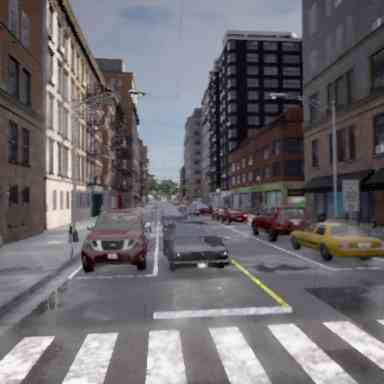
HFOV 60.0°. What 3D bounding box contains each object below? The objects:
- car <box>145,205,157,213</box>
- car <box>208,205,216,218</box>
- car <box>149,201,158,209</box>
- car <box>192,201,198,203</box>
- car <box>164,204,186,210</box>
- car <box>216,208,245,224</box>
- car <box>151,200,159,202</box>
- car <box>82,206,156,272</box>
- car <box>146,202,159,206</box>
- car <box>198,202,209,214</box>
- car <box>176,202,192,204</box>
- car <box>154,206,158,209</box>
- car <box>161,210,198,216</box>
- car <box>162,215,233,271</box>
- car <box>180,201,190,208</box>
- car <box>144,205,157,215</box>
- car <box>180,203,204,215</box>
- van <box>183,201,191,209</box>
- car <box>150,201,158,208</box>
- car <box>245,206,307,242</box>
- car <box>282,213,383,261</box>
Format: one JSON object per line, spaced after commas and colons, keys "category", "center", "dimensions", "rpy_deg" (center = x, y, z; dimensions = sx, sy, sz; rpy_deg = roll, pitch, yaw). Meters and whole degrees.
{"category": "car", "center": [-6.993, 2.895, 57.407], "dimensions": [1.947, 1.339, 4.313], "rpy_deg": [0, -1, -6]}
{"category": "car", "center": [3.211, 2.322, 35.583], "dimensions": [1.802, 1.307, 4.206], "rpy_deg": [0, -1, -6]}
{"category": "car", "center": [-9.208, 3.155, 80.012], "dimensions": [2.192, 1.841, 5.009], "rpy_deg": [0, -1, -6]}
{"category": "car", "center": [1.553, 2.566, 52.538], "dimensions": [1.967, 1.590, 4.097], "rpy_deg": [0, -1, -6]}
{"category": "car", "center": [-1.928, 2.198, 31.908], "dimensions": [1.882, 1.535, 5.008], "rpy_deg": [-1, -1, -6]}
{"category": "car", "center": [3.763, 2.156, 29.934], "dimensions": [1.887, 1.381, 4.507], "rpy_deg": [0, -1, -6]}
{"category": "car", "center": [-7.549, 2.772, 63.062], "dimensions": [2.192, 1.841, 5.009], "rpy_deg": [0, -1, -6]}
{"category": "car", "center": [-2.571, 1.614, 12.213], "dimensions": [2.192, 1.841, 5.009], "rpy_deg": [0, -1, -6]}
{"category": "car", "center": [-5.888, 2.513, 46.110], "dimensions": [1.967, 1.590, 4.097], "rpy_deg": [0, -1, -6]}
{"category": "car", "center": [2.106, 2.542, 46.886], "dimensions": [1.887, 1.381, 4.507], "rpy_deg": [0, -1, -6]}
{"category": "car", "center": [-1.156, 2.697, 53.185], "dimensions": [1.812, 1.442, 4.674], "rpy_deg": [-1, -1, -5]}
{"category": "car", "center": [-4.227, 2.232, 29.158], "dimensions": [1.887, 1.381, 4.507], "rpy_deg": [0, -1, -6]}
{"category": "car", "center": [-0.957, 2.091, 21.814], "dimensions": [1.895, 1.301, 4.718], "rpy_deg": [-1, -1, -6]}
{"category": "car", "center": [-0.063, 1.820, 12.313], "dimensions": [2.033, 1.411, 5.357], "rpy_deg": [0, -1, -8]}
{"category": "car", "center": [-1.762, 3.206, 86.444], "dimensions": [2.192, 1.841, 5.009], "rpy_deg": [0, -1, -6]}
{"category": "car", "center": [-6.440, 2.783, 51.757], "dimensions": [1.802, 1.307, 4.206], "rpy_deg": [0, -1, -6]}
{"category": "car", "center": [-0.119, 2.488, 43.085], "dimensions": [2.033, 1.411, 5.357], "rpy_deg": [-1, -1, -5]}
{"category": "van", "center": [-1.210, 3.105, 80.793], "dimensions": [1.690, 1.788, 3.998], "rpy_deg": [0, -1, -6]}
{"category": "car", "center": [-10.314, 3.408, 91.312], "dimensions": [2.192, 1.841, 5.009], "rpy_deg": [0, -1, -6]}
{"category": "car", "center": [4.865, 1.668, 18.638], "dimensions": [2.192, 1.841, 5.009], "rpy_deg": [0, -1, -6]}
{"category": "car", "center": [5.403, 1.753, 13.151], "dimensions": [1.752, 1.417, 4.829], "rpy_deg": [0, -1, -6]}
